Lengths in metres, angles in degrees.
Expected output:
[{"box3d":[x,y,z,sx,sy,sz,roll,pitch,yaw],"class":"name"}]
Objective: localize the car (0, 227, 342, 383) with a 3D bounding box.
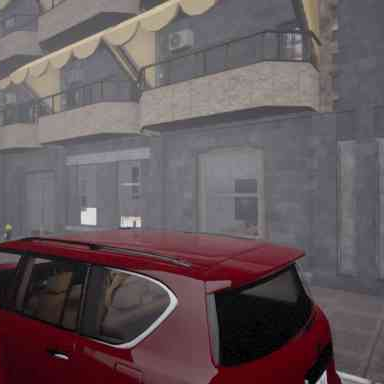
[{"box3d":[-1.113,1.315,3.530,5.009,1.841,2.192,0,0,36],"class":"car"}]
